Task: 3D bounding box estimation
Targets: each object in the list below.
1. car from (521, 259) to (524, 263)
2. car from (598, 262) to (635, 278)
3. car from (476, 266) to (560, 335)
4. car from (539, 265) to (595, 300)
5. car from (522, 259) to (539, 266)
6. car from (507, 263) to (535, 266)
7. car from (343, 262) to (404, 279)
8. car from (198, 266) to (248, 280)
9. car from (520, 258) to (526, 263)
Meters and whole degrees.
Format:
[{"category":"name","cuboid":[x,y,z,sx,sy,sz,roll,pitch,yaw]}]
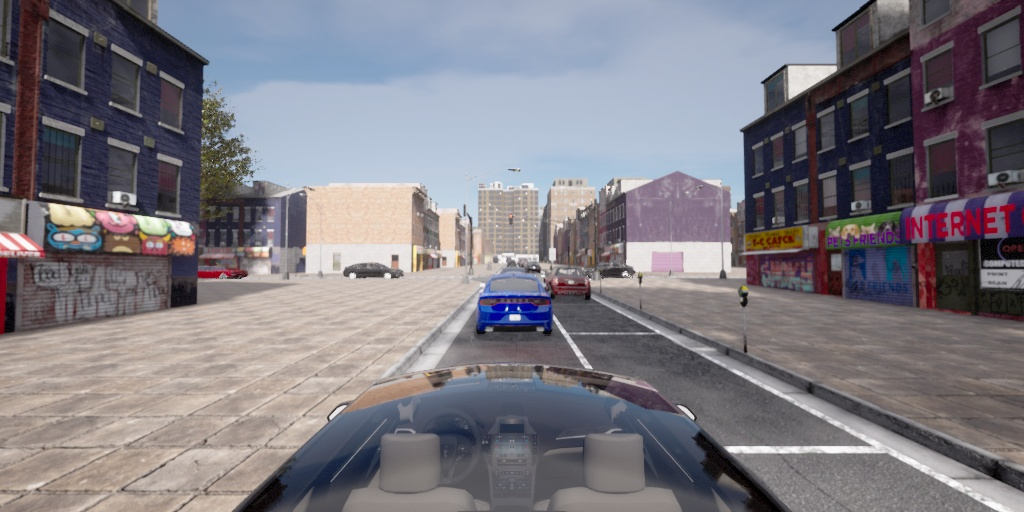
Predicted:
[{"category":"car","cuboid":[2.607,1.442,50.115,1.948,1.339,4.313,0,0,0]},{"category":"car","cuboid":[8.662,1.318,32.805,4.892,1.490,1.837,0,-2,0]},{"category":"car","cuboid":[0.034,1.232,10.512,1.882,1.535,5.008,0,0,-1]},{"category":"car","cuboid":[2.626,1.203,17.934,1.967,1.591,4.097,0,0,0]},{"category":"car","cuboid":[2.610,1.411,44.679,1.948,1.339,4.313,0,0,0]},{"category":"car","cuboid":[0.090,1.289,18.133,1.812,1.442,4.674,0,0,0]},{"category":"car","cuboid":[-11.523,1.264,29.985,4.892,1.490,1.837,0,-2,2]},{"category":"car","cuboid":[-24.974,1.463,30.048,4.718,1.301,1.895,0,-2,0]},{"category":"car","cuboid":[2.604,1.437,55.721,1.751,1.417,4.829,0,0,0]}]
